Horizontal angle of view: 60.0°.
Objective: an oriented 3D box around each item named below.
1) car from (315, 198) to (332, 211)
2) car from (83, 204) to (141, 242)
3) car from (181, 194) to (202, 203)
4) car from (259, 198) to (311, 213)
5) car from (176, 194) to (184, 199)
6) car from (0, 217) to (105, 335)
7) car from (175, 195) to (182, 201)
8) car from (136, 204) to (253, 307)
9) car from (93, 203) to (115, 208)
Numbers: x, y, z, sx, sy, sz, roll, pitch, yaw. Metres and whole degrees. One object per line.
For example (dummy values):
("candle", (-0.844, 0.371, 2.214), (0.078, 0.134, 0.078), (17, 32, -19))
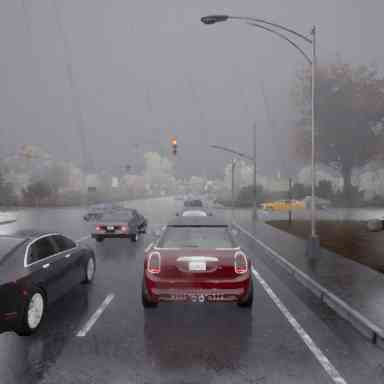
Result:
("car", (14.180, 1.503, 39.966), (4.892, 1.490, 1.837), (0, 0, 3))
("car", (-3.387, 1.547, 16.358), (2.033, 1.411, 5.357), (0, 0, 0))
("car", (0.200, 1.506, 47.243), (1.837, 1.490, 4.892), (-3, 1, -12))
("car", (9.938, 1.478, 36.556), (5.008, 1.535, 1.882), (0, 0, 1))
("car", (-3.365, 1.402, 95.380), (1.994, 1.385, 4.181), (0, 0, 1))
("car", (-3.393, 1.505, 6.699), (1.837, 1.490, 4.892), (0, 0, 0))
("car", (-3.415, 1.545, 85.354), (1.994, 1.385, 4.181), (0, 0, 0))
("car", (0.107, 1.352, 8.112), (2.097, 1.767, 4.553), (0, 0, 0))
("car", (-6.570, 1.564, 25.605), (1.994, 1.385, 4.181), (0, 0, 15))
